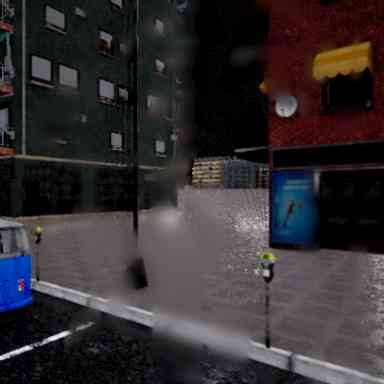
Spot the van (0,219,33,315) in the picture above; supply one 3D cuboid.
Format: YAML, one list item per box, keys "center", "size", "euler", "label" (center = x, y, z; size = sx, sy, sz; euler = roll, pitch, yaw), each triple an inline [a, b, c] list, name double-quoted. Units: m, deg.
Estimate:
- center: [-4.666, 1.327, 6.205]
  size: [3.998, 1.788, 1.690]
  euler: [0, 0, 35]
  label: "van"
